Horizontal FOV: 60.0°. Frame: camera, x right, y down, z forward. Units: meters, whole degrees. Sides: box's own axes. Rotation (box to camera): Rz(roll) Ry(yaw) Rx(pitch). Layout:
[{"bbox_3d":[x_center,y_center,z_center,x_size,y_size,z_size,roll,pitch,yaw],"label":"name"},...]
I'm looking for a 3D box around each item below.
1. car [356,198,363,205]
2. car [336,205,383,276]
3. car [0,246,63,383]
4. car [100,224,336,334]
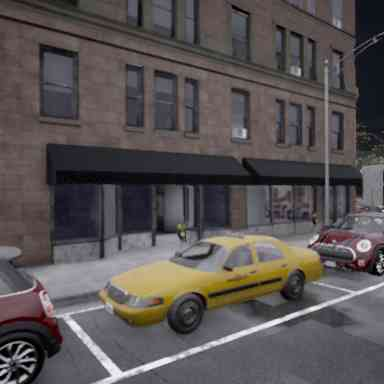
[{"bbox_3d":[13.585,1.422,30.294,1.994,1.385,4.181,-1,0,-35],"label":"car"},{"bbox_3d":[5.290,1.356,9.959,4.097,1.590,1.967,-1,0,-35],"label":"car"},{"bbox_3d":[-3.697,1.449,3.551,4.097,1.590,1.967,-1,0,-35],"label":"car"},{"bbox_3d":[0.658,1.489,6.657,4.829,1.417,1.752,-1,0,-35],"label":"car"}]
